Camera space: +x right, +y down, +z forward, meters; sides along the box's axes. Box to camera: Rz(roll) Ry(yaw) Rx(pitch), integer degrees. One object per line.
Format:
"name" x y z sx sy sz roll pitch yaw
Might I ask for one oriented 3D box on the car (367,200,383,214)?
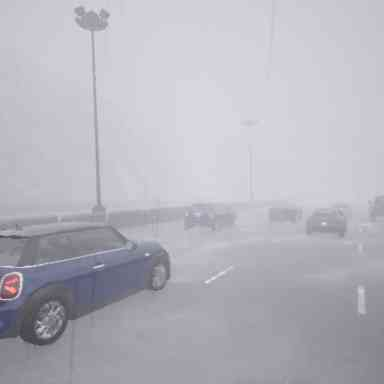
"car" 20.893 1.689 37.376 1.994 1.385 4.181 0 0 27

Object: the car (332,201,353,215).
"car" 14.860 1.600 33.167 1.882 1.535 5.008 0 0 27

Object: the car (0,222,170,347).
"car" -2.293 1.394 6.822 2.097 1.767 4.553 0 0 27

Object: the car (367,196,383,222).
"car" 15.764 1.309 27.151 2.150 2.045 5.566 0 -1 26

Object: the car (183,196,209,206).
"car" 0.712 1.417 52.012 2.033 1.411 5.357 0 0 27

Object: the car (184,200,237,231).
"car" 1.330 1.458 21.831 2.097 1.767 4.553 0 0 27

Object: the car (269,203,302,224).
"car" 7.514 1.588 26.342 1.882 1.535 5.008 0 0 27

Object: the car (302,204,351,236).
"car" 7.794 1.636 19.101 1.994 1.385 4.181 0 0 27

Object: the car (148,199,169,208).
"car" -5.535 1.769 55.167 1.994 1.385 4.181 0 0 27
